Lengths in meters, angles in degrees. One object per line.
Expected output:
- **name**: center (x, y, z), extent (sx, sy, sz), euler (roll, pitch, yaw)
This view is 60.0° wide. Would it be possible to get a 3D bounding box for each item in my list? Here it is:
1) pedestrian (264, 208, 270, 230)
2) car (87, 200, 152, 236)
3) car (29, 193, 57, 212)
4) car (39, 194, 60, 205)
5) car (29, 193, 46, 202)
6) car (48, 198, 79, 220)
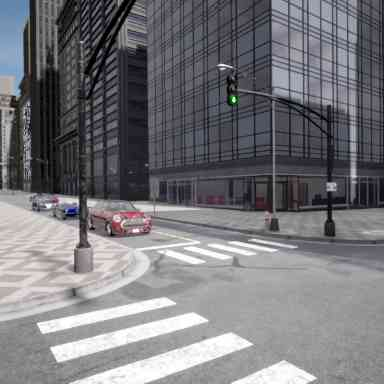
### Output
- **pedestrian**: center (3.897, 1.374, 17.288), extent (0.500, 1.100, 0.500), euler (0, 0, -34)
- **car**: center (-3.927, 1.234, 17.701), extent (2.097, 1.767, 4.553), euler (-1, 1, -34)
- **car**: center (-15.427, 1.179, 34.672), extent (2.128, 1.511, 4.902), euler (-1, 1, -34)
- **car**: center (-20.554, 1.062, 47.894), extent (1.994, 1.385, 4.181), euler (-1, 1, -34)
- **car**: center (-26.107, 0.883, 56.059), extent (1.837, 1.490, 4.892), euler (-1, 1, -34)
- **car**: center (-9.605, 1.390, 26.081), extent (1.895, 1.301, 4.718), euler (-1, 1, -34)
